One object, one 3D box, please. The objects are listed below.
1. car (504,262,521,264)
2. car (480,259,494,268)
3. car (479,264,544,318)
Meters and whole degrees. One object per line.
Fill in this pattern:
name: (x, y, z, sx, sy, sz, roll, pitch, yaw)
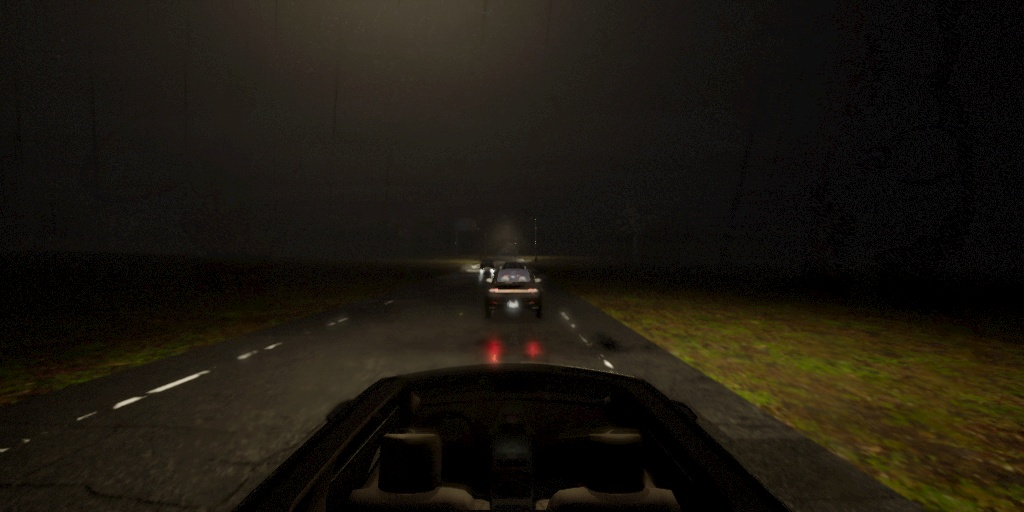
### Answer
car: (0.065, 1.204, 28.171, 1.837, 1.490, 4.892, 0, 1, 0)
car: (-3.578, 1.138, 52.318, 1.812, 1.442, 4.674, 0, 0, 0)
car: (0.067, 1.226, 12.863, 2.128, 1.511, 4.902, 0, 0, 0)
